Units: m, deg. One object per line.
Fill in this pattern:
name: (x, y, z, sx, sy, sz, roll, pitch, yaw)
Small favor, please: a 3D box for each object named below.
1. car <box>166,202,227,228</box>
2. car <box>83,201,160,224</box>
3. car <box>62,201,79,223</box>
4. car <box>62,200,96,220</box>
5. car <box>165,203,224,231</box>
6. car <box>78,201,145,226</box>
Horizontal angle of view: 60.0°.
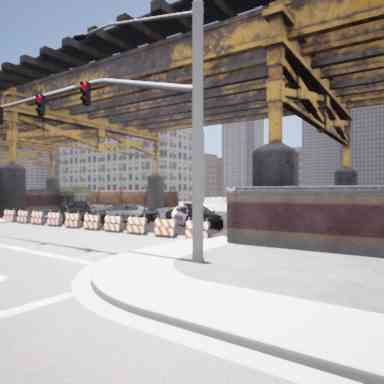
car: (0.101, 1.290, 20.099, 1.853, 1.218, 4.536, 0, 0, -26)
car: (-4.649, 1.287, 22.532, 4.536, 1.218, 1.853, 0, 0, -1)
car: (-8.456, 1.443, 25.202, 2.038, 1.542, 4.974, 0, 0, -11)
car: (-8.466, 1.285, 25.253, 1.853, 1.218, 4.536, 0, 0, -11)
car: (0.124, 1.447, 20.052, 2.038, 1.542, 4.974, 0, 0, -26)
car: (-4.701, 1.445, 22.531, 4.974, 1.542, 2.038, 0, 0, -1)
